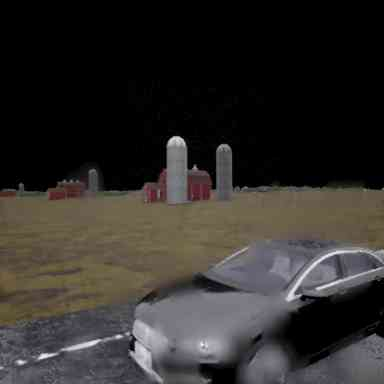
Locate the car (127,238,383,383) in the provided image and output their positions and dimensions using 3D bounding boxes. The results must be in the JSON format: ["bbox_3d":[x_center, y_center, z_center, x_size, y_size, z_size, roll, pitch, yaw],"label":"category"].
[{"bbox_3d":[1.471,1.514,5.030,4.902,1.511,2.128,0,0,-35],"label":"car"}]
